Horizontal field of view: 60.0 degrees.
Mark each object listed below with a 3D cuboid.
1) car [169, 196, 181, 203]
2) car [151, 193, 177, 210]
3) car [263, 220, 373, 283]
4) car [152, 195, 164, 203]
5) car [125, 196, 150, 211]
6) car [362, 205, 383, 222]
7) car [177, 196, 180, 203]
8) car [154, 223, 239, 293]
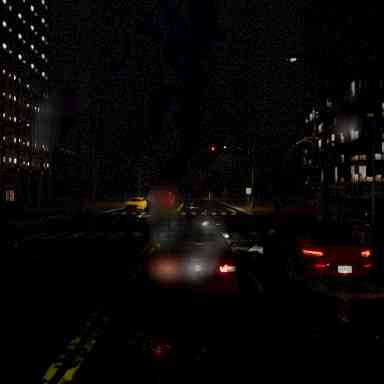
[{"bbox_3d":[-3.432,1.459,67.279,2.033,1.411,5.357,0,0,0],"label":"car"},{"bbox_3d":[-3.407,1.189,41.664,2.150,2.045,5.566,0,0,0],"label":"car"},{"bbox_3d":[3.334,1.522,9.559,1.812,1.442,4.674,0,0,0],"label":"car"},{"bbox_3d":[-6.693,1.394,65.177,1.882,1.535,5.008,0,0,0],"label":"car"},{"bbox_3d":[-6.696,1.445,40.121,1.882,1.535,5.008,0,0,1],"label":"car"},{"bbox_3d":[16.075,1.617,26.858,4.181,1.385,1.994,0,0,1],"label":"car"},{"bbox_3d":[-3.420,1.436,52.648,2.128,1.511,4.902,0,0,0],"label":"car"},{"bbox_3d":[0.085,1.544,8.974,2.033,1.411,5.357,0,0,0],"label":"car"}]
